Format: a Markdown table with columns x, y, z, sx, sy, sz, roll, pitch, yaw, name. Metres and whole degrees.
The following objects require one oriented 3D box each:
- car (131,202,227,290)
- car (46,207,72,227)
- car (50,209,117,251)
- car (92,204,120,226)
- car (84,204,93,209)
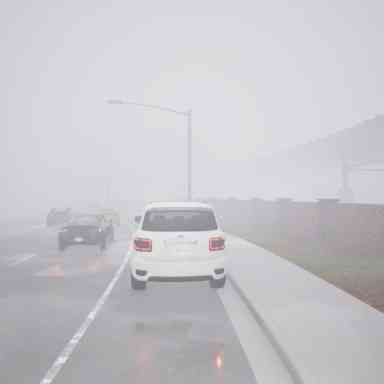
| x | y | z | sx | sy | sz | roll | pitch | yaw | name |
| --- | --- | --- | --- | --- | --- | --- | --- | --- | --- |
| -0.451 | 1.278 | 9.412 | 2.150 | 2.045 | 5.566 | 0 | -1 | -5 | car |
| -10.401 | 1.962 | 26.687 | 2.128 | 1.511 | 4.902 | 0 | -2 | -14 | car |
| -4.583 | 1.669 | 14.765 | 1.812 | 1.442 | 4.674 | 0 | -1 | -8 | car |
| -7.083 | 1.963 | 27.813 | 1.882 | 1.535 | 5.008 | 0 | -1 | -14 | car |
| -13.670 | 2.376 | 45.923 | 2.097 | 1.767 | 4.553 | 0 | -2 | -26 | car |
